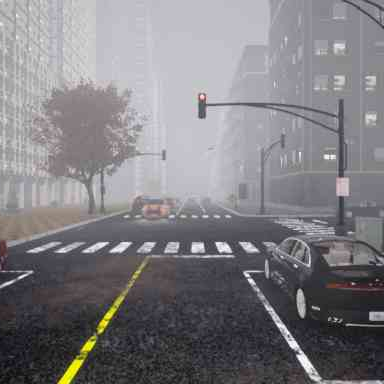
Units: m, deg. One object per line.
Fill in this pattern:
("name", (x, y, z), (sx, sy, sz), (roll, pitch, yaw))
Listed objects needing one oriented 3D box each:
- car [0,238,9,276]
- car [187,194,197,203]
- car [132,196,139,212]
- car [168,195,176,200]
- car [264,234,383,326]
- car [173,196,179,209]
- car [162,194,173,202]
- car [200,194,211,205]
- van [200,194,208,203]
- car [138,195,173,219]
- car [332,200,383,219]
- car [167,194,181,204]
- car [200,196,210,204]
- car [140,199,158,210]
("car", (-5.699, 1.545, 6.954), (1.887, 1.381, 4.507), (0, 0, 0))
("car", (-0.074, 1.602, 68.670), (2.033, 1.411, 5.357), (0, 0, 0))
("car", (-5.735, 1.336, 39.342), (2.192, 1.841, 5.009), (0, 0, 0))
("car", (-5.793, 1.654, 94.571), (2.008, 1.369, 4.403), (0, 0, 0))
("car", (2.681, 1.551, 6.963), (2.008, 1.369, 4.403), (0, 0, 0))
("car", (-3.146, 1.530, 45.072), (1.837, 1.490, 4.892), (0, 0, 0))
("car", (-5.776, 1.385, 78.002), (2.192, 1.841, 5.009), (0, 0, 0))
("car", (2.623, 1.610, 61.442), (1.947, 1.339, 4.313), (0, 0, 0))
("van", (2.611, 1.402, 72.489), (1.690, 1.788, 3.998), (0, 0, 0))
("car", (-3.132, 1.364, 29.380), (2.097, 1.767, 4.553), (0, 0, 0))
("car", (13.397, 1.350, 26.380), (4.403, 1.369, 2.008), (-1, 1, -1))
("car", (-3.126, 1.539, 62.769), (2.128, 1.511, 4.902), (0, 0, 0))
("car", (2.617, 1.578, 67.135), (1.752, 1.417, 4.829), (0, 0, 0))
("car", (-5.740, 1.592, 44.865), (1.947, 1.339, 4.313), (0, 0, 0))
